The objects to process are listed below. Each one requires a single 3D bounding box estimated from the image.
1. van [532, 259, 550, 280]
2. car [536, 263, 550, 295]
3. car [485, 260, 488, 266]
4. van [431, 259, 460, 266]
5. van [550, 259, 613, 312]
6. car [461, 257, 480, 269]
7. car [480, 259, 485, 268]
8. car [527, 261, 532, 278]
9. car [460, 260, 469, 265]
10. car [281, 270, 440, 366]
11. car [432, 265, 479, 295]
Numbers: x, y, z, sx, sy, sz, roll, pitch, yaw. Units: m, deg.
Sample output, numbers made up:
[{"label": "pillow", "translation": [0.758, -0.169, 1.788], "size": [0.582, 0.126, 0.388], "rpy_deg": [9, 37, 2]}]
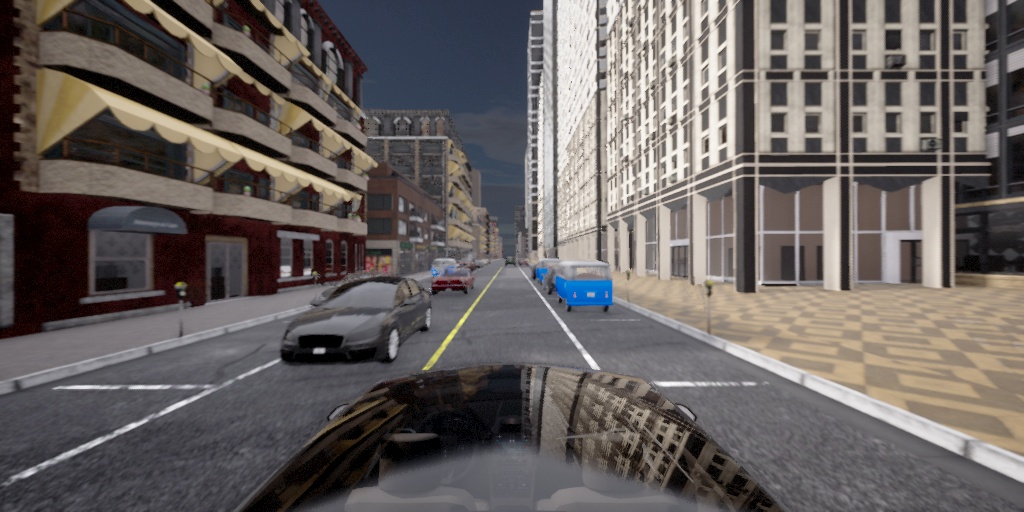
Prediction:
[{"label": "van", "translation": [2.595, 1.079, 25.215], "size": [1.690, 1.789, 3.998], "rpy_deg": [0, 0, 0]}, {"label": "car", "translation": [2.621, 1.288, 19.567], "size": [2.007, 1.370, 4.403], "rpy_deg": [0, 0, 0]}, {"label": "car", "translation": [-5.964, 1.338, 64.716], "size": [2.007, 1.370, 4.403], "rpy_deg": [0, 0, 0]}, {"label": "van", "translation": [-5.811, 1.114, 30.826], "size": [1.690, 1.789, 3.998], "rpy_deg": [0, 0, 0]}, {"label": "van", "translation": [2.646, 1.078, 13.918], "size": [1.690, 1.789, 3.998], "rpy_deg": [0, 0, 0]}, {"label": "car", "translation": [-5.888, 1.094, 47.771], "size": [2.192, 1.841, 5.009], "rpy_deg": [0, 0, 0]}, {"label": "car", "translation": [-5.938, 1.350, 59.068], "size": [1.948, 1.339, 4.313], "rpy_deg": [0, 0, 0]}, {"label": "car", "translation": [2.569, 1.305, 30.864], "size": [1.948, 1.339, 4.313], "rpy_deg": [0, 0, 0]}, {"label": "car", "translation": [-5.836, 1.357, 36.474], "size": [1.802, 1.307, 4.207], "rpy_deg": [0, 0, 0]}, {"label": "car", "translation": [-3.119, 1.266, 8.210], "size": [1.837, 1.490, 4.892], "rpy_deg": [0, 0, 0]}, {"label": "car", "translation": [-3.162, 1.363, 20.076], "size": [1.895, 1.301, 4.718], "rpy_deg": [0, 0, 0]}]
